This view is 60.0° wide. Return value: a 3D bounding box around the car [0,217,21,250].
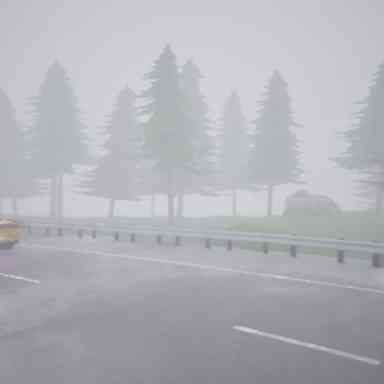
[{"bbox_3d":[-8.784,1.450,12.641,5.008,1.535,1.882,0,0,26],"label":"car"}]
